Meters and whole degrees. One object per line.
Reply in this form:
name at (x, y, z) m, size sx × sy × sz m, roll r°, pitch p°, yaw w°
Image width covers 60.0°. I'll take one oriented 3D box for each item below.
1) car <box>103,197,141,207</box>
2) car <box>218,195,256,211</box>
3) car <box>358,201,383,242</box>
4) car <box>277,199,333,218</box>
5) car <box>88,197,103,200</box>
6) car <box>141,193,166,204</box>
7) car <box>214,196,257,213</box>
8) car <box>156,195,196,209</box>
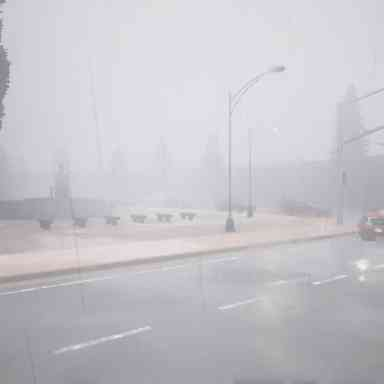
car at (-10.641, 1.601, 50.517) m, size 4.718 × 1.301 × 1.895 m, roll 0°, pitch 0°, yaw 25°
car at (5.660, 1.352, 42.449) m, size 2.097 × 1.767 × 4.553 m, roll 0°, pitch 0°, yaw -42°
car at (9.930, 1.221, 15.294) m, size 5.566 × 2.045 × 2.150 m, roll 0°, pitch 0°, yaw -35°
car at (10.496, 1.526, 30.430) m, size 1.812 × 1.442 × 4.674 m, roll 0°, pitch 0°, yaw -35°
car at (-19.303, 1.601, 64.099) m, size 4.718 × 1.301 × 1.895 m, roll 0°, pitch 0°, yaw 10°
car at (-6.913, 1.224, 60.435) m, size 5.566 × 2.045 × 2.150 m, roll 0°, pitch 0°, yaw 24°
car at (4.862, 1.547, 38.142) m, size 2.033 × 1.411 × 5.357 m, roll 0°, pitch 0°, yaw -38°
car at (-2.122, 1.505, 45.187) m, size 4.892 × 1.490 × 1.837 m, roll 0°, pitch 0°, yaw 38°
